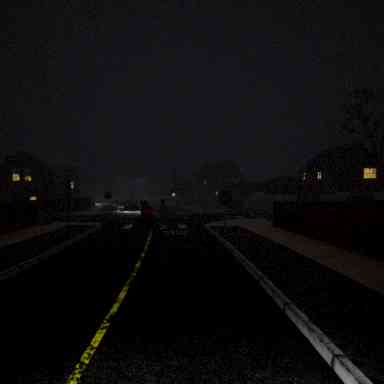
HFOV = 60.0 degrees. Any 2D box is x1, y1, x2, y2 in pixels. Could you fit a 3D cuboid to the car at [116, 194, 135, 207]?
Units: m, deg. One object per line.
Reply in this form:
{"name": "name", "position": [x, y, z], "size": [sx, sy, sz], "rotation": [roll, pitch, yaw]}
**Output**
{"name": "car", "position": [-11.272, 1.553, 56.823], "size": [2.097, 1.767, 4.553], "rotation": [0, 0, -16]}

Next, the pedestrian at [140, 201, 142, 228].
{"name": "pedestrian", "position": [-2.976, 1.304, 20.671], "size": [0.375, 1.860, 0.375], "rotation": [-1, 1, -6]}

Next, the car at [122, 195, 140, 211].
{"name": "car", "position": [-7.820, 1.582, 43.418], "size": [1.882, 1.535, 5.008], "rotation": [0, 0, -13]}

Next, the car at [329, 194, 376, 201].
{"name": "car", "position": [14.130, 0.965, 29.729], "size": [4.553, 1.767, 2.097], "rotation": [-1, 1, 1]}

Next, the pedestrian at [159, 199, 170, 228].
{"name": "pedestrian", "position": [-1.679, 1.301, 20.196], "size": [0.375, 1.860, 0.375], "rotation": [-1, 1, -6]}

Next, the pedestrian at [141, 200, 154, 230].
{"name": "pedestrian", "position": [-2.603, 1.302, 19.502], "size": [0.375, 1.860, 0.375], "rotation": [-1, 1, -6]}

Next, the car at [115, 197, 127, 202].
{"name": "car", "position": [-17.564, 1.844, 82.351], "size": [1.994, 1.385, 4.181], "rotation": [0, 0, -24]}

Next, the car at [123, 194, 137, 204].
{"name": "car", "position": [-13.574, 1.530, 72.646], "size": [2.150, 2.045, 5.566], "rotation": [0, 0, -21]}

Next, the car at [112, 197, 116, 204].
{"name": "car", "position": [-16.213, 1.848, 71.850], "size": [2.033, 1.411, 5.357], "rotation": [0, 0, -20]}
